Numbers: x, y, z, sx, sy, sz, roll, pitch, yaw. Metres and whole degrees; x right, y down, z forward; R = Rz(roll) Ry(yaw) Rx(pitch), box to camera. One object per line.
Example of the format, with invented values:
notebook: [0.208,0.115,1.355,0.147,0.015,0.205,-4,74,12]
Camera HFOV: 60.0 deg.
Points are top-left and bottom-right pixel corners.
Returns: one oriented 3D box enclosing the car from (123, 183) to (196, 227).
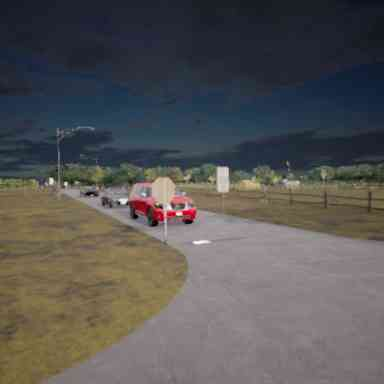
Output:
car: [-1.763,0.547,17.767,2.150,2.045,5.566,-2,3,-25]

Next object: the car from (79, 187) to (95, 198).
car: [-12.547,0.022,40.643,1.895,1.301,4.718,-2,3,-25]

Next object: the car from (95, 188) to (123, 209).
car: [-6.146,0.443,27.050,2.128,1.511,4.902,-2,3,-25]
